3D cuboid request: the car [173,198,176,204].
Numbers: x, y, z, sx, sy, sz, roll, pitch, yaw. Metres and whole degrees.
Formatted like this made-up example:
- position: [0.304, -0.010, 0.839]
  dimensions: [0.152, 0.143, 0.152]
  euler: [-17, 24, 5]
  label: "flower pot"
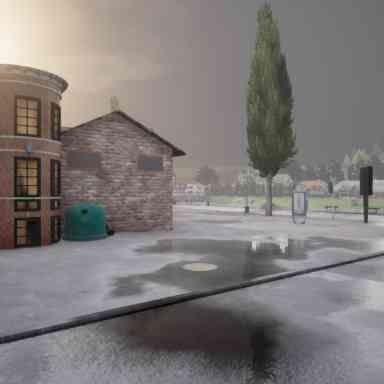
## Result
- position: [-4.632, 1.526, 60.368]
  dimensions: [1.812, 1.442, 4.674]
  euler: [0, 0, -35]
  label: "car"
